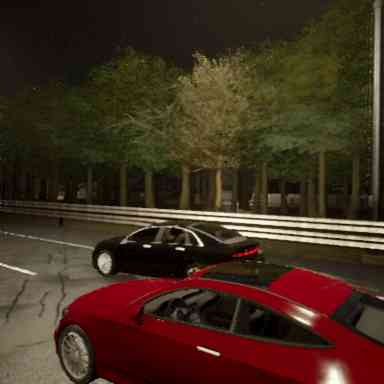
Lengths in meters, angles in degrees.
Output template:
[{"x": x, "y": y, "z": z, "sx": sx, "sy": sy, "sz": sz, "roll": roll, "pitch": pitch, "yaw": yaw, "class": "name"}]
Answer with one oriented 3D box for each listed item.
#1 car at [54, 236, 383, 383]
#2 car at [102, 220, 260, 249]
[{"x": 0.418, "y": 1.529, "z": 3.695, "sx": 4.674, "sy": 1.442, "sz": 1.812, "roll": 0, "pitch": 0, "yaw": 36, "class": "car"}, {"x": -0.573, "y": 1.517, "z": 8.724, "sx": 4.892, "sy": 1.490, "sz": 1.837, "roll": -1, "pitch": 0, "yaw": 33, "class": "car"}]
